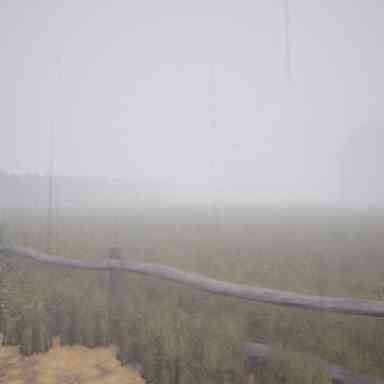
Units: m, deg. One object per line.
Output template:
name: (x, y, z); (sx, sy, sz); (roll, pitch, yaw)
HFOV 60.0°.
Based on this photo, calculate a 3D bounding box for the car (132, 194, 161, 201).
car: (-6.624, 1.111, 48.723); (1.882, 1.535, 5.008); (1, 0, 36)
